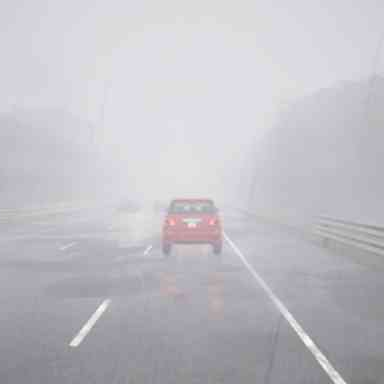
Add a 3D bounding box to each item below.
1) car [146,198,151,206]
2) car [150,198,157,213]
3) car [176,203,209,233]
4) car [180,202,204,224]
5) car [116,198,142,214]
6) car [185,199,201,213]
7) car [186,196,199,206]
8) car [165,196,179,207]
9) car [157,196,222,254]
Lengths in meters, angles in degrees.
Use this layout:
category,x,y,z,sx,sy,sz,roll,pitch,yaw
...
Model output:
category,x,y,z,sx,sy,sz,roll,pitch,yaw
car,-6.889,1.700,57.960,1.812,1.442,4.674,0,-1,1
car,-3.411,1.607,39.483,1.882,1.535,5.008,0,0,0
car,-0.034,1.545,21.208,1.882,1.535,5.008,0,0,-2
car,-0.010,1.613,26.940,1.812,1.442,4.674,0,0,-1
car,-6.927,1.472,36.893,2.097,1.767,4.553,0,0,0
car,0.084,1.657,40.287,1.812,1.442,4.674,0,0,0
car,0.109,1.528,58.815,2.097,1.767,4.553,0,0,0
car,-3.396,1.526,57.064,2.097,1.767,4.553,0,0,0
car,0.004,1.253,13.833,2.150,2.045,5.566,0,-1,0
